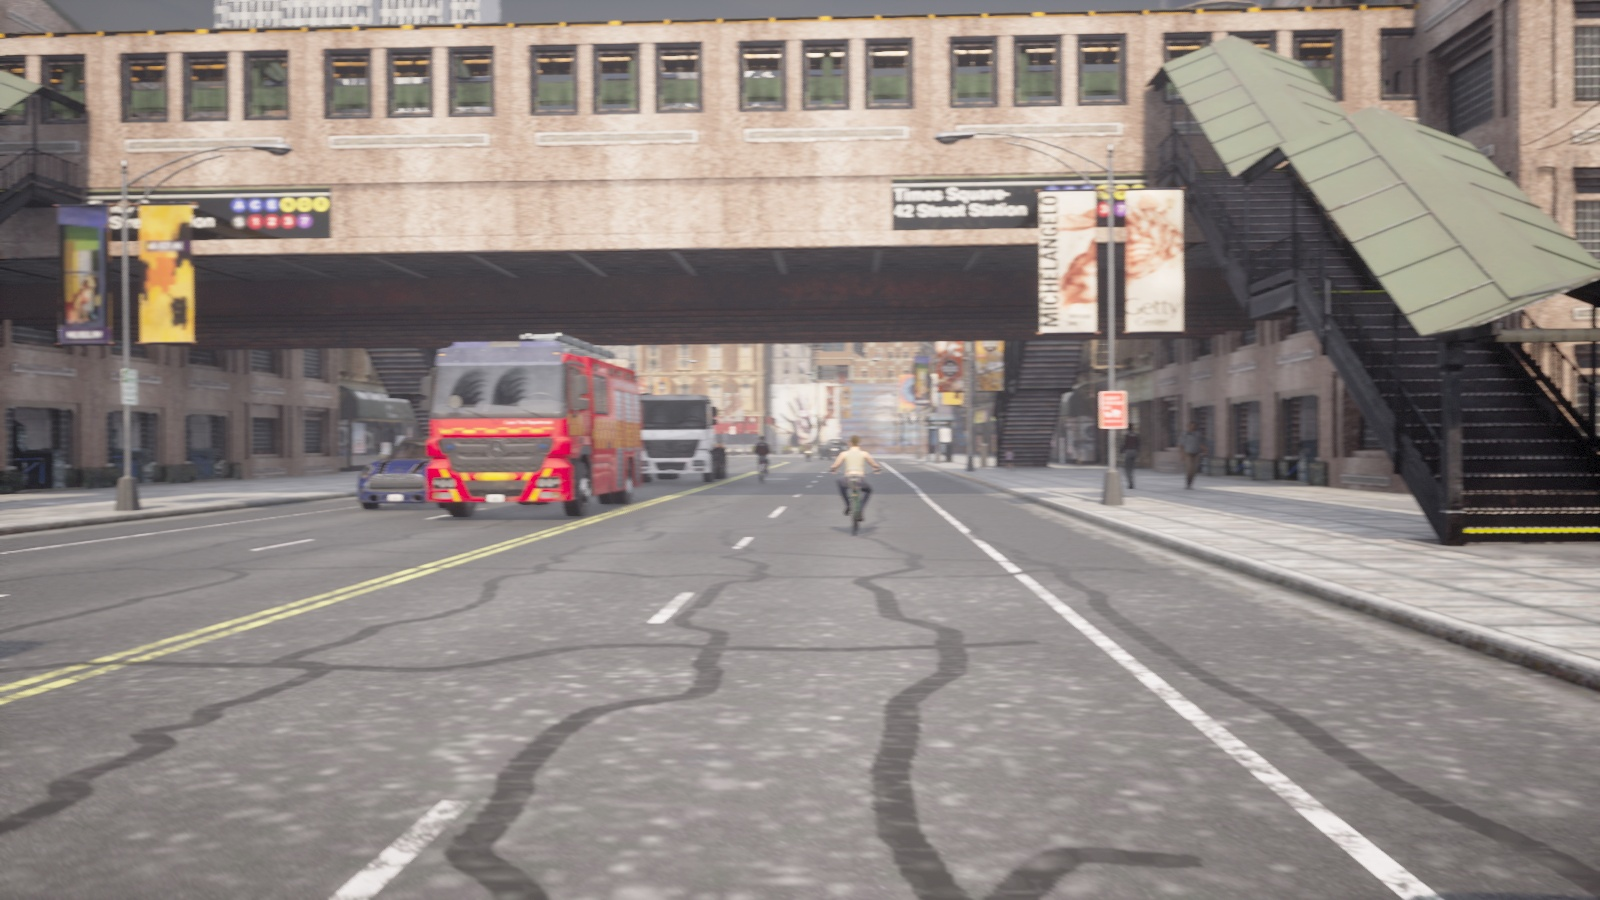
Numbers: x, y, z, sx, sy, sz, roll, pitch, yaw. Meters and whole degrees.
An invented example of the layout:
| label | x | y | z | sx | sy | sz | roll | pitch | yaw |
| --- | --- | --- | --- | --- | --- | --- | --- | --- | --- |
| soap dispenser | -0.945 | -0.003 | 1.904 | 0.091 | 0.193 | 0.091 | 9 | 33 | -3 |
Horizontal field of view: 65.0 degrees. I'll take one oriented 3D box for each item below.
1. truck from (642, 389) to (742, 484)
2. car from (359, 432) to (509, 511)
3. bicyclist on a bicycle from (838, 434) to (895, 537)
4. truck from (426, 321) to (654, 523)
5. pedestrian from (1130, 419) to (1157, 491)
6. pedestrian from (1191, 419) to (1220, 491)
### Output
| label | x | y | z | sx | sy | sz | roll | pitch | yaw |
| --- | --- | --- | --- | --- | --- | --- | --- | --- | --- |
| truck | -4.147 | -0.509 | 50.186 | 2.891 | 3.462 | 7.936 | 0 | 0 | 3 |
| car | -8.794 | 0.481 | 30.612 | 2.097 | 1.767 | 4.553 | 0 | 0 | 3 |
| bicyclist on a bicycle | 1.108 | 0.552 | 20.516 | 0.866 | 1.612 | 1.509 | -1 | 0 | 5 |
| truck | -5.437 | -0.550 | 28.104 | 2.891 | 3.827 | 8.468 | 0 | 0 | 3 |
| pedestrian | 9.348 | 0.135 | 34.197 | 0.402 | 1.930 | 0.666 | 0 | 0 | -16 |
| pedestrian | 10.587 | 0.135 | 32.799 | 0.540 | 1.848 | 0.694 | 0 | 0 | 0 |
